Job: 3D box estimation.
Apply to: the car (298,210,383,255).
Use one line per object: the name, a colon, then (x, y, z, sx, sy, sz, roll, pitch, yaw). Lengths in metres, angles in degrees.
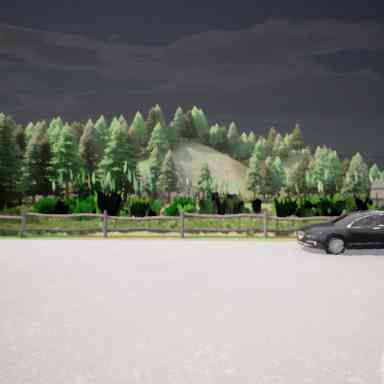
car: (6.477, 1.464, 12.416, 4.892, 1.490, 1.837, 0, 0, 1)
